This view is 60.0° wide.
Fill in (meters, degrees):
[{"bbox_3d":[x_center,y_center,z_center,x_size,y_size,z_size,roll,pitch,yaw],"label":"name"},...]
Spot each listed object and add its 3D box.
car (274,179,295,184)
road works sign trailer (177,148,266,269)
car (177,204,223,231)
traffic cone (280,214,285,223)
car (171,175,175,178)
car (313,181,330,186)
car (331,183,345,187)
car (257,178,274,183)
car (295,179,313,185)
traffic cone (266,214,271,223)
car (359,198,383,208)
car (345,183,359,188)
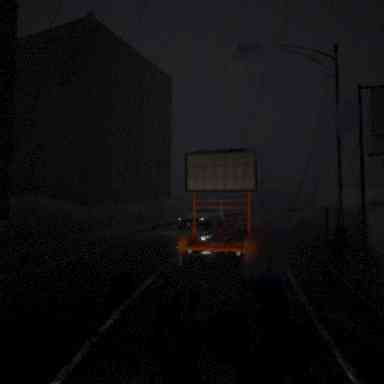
[{"bbox_3d":[19.840,-2.166,74.555,5.008,1.535,2.097,2,-5,-25],"label":"car"},{"bbox_3d":[1.000,0.393,11.031,2.380,3.560,2.880,-1,0,18],"label":"road works sign trailer"},{"bbox_3d":[0.646,1.514,20.770,1.812,1.442,4.674,-2,-1,21],"label":"car"},{"bbox_3d":[6.272,1.841,23.050,0.340,0.580,0.340,-2,-1,17],"label":"traffic cone"},{"bbox_3d":[-5.532,-3.010,63.840,4.553,1.767,2.185,1,-4,-22],"label":"car"},{"bbox_3d":[29.907,-1.756,79.564,4.792,1.488,2.163,2,-5,-27],"label":"car"},{"bbox_3d":[34.767,-1.548,82.172,4.674,1.452,2.002,2,-5,-28],"label":"car"},{"bbox_3d":[14.796,-2.301,72.248,4.674,1.452,2.002,2,-5,-23],"label":"car"},{"bbox_3d":[24.812,-2.108,76.966,4.553,1.767,2.185,2,-5,-26],"label":"car"},{"bbox_3d":[5.323,1.868,23.344,0.340,0.580,0.340,-2,-1,16],"label":"traffic cone"},{"bbox_3d":[28.617,1.742,52.864,4.674,1.442,1.812,0,-4,-28],"label":"car"},{"bbox_3d":[39.485,-1.384,84.838,4.892,1.521,2.231,2,-5,-29],"label":"car"}]
